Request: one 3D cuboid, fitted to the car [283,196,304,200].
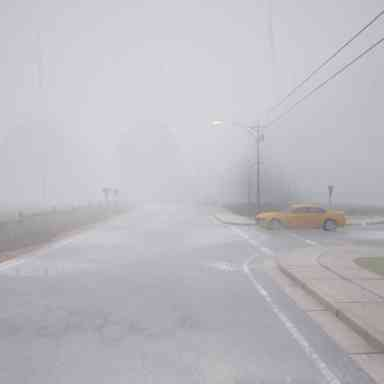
[{"bbox_3d":[18.747,1.477,59.564,5.008,1.535,1.882,0,0,-3],"label":"car"}]

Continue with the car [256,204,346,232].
[{"bbox_3d":[6.267,1.478,19.376,5.008,1.535,1.882,0,0,2],"label":"car"}]

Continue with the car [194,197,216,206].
[{"bbox_3d":[2.062,1.491,52.846,1.812,1.442,4.674,0,0,34],"label":"car"}]
